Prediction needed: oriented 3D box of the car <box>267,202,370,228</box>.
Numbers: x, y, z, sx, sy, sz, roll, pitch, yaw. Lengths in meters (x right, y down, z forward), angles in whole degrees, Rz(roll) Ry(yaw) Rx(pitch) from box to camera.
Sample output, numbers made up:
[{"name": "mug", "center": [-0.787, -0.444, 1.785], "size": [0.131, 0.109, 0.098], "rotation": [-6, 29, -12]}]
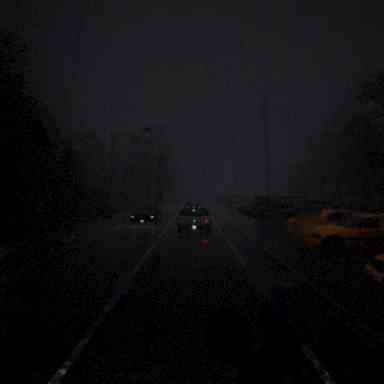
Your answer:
[{"name": "car", "center": [6.975, 1.475, 18.347], "size": [4.892, 1.521, 2.231], "rotation": [0, 0, 0]}]

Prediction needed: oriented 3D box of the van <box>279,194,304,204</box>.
[{"name": "van", "center": [20.298, 1.444, 68.048], "size": [4.442, 1.987, 1.878], "rotation": [0, -1, 0]}]

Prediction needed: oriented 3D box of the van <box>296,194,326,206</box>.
[{"name": "van", "center": [20.454, 1.342, 57.107], "size": [4.442, 1.987, 1.878], "rotation": [0, 0, 0]}]

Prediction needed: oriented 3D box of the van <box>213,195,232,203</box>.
[{"name": "van", "center": [7.552, 1.714, 82.179], "size": [4.442, 1.987, 1.878], "rotation": [0, -1, 0]}]

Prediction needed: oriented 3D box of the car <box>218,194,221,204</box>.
[{"name": "car", "center": [7.232, 1.565, 54.438], "size": [5.008, 1.535, 2.097], "rotation": [0, 0, 0]}]

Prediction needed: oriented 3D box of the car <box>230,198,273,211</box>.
[{"name": "car", "center": [7.145, 1.528, 40.557], "size": [4.892, 1.521, 2.231], "rotation": [0, 0, 0]}]

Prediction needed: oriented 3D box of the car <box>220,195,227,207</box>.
[{"name": "car", "center": [6.993, 1.539, 46.110], "size": [5.366, 1.575, 1.946], "rotation": [0, 0, 0]}]

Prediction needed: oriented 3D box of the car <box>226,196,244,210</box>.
[{"name": "car", "center": [6.934, 1.516, 37.782], "size": [5.366, 1.575, 1.946], "rotation": [0, 0, 0]}]

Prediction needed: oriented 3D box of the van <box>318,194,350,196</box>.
[{"name": "van", "center": [20.374, 1.311, 46.027], "size": [4.442, 1.987, 1.878], "rotation": [0, 0, 0]}]

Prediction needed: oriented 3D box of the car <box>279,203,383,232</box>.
[{"name": "car", "center": [7.146, 1.475, 15.579], "size": [5.366, 1.575, 1.946], "rotation": [0, 0, 0]}]

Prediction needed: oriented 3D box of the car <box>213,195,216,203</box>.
[{"name": "car", "center": [7.325, 1.337, 62.766], "size": [5.566, 2.045, 2.435], "rotation": [0, 0, 0]}]

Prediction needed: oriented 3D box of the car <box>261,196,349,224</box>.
[{"name": "car", "center": [7.032, 1.350, 21.127], "size": [4.553, 1.767, 2.185], "rotation": [0, 0, 0]}]

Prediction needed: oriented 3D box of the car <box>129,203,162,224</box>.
[{"name": "car", "center": [-3.305, 1.548, 24.711], "size": [2.033, 1.411, 5.357], "rotation": [0, 0, 0]}]

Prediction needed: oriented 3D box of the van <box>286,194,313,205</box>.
[{"name": "van", "center": [20.260, 1.358, 62.657], "size": [4.442, 1.987, 1.878], "rotation": [0, -1, 0]}]

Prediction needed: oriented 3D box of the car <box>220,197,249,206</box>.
[{"name": "car", "center": [7.260, 1.613, 57.213], "size": [4.674, 1.452, 2.002], "rotation": [0, 0, 0]}]

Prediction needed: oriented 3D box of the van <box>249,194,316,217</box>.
[{"name": "van", "center": [7.157, 1.262, 26.676], "size": [4.442, 1.987, 1.878], "rotation": [0, 0, 0]}]

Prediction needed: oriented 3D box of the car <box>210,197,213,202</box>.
[{"name": "car", "center": [7.421, 1.887, 79.400], "size": [5.008, 1.535, 2.097], "rotation": [0, -1, 0]}]

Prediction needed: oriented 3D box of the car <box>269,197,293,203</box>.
[{"name": "car", "center": [20.468, 1.828, 76.350], "size": [4.892, 1.521, 2.231], "rotation": [0, -1, 0]}]

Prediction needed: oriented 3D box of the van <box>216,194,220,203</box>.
[{"name": "van", "center": [7.160, 1.355, 59.991], "size": [4.442, 1.987, 1.878], "rotation": [0, 0, 0]}]

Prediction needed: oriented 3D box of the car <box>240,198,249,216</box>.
[{"name": "car", "center": [7.031, 1.526, 29.453], "size": [4.792, 1.488, 2.163], "rotation": [0, 0, 0]}]

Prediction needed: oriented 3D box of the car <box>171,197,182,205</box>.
[{"name": "car", "center": [-3.009, 1.719, 65.317], "size": [1.812, 1.442, 4.674], "rotation": [0, -1, 1]}]

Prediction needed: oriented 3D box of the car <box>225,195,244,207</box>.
[{"name": "car", "center": [7.152, 1.536, 43.333], "size": [4.892, 1.521, 2.231], "rotation": [0, 0, 0]}]

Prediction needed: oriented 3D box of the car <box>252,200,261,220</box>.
[{"name": "car", "center": [7.050, 1.510, 23.899], "size": [4.792, 1.488, 2.163], "rotation": [0, 0, 0]}]

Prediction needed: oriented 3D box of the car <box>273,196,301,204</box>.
[{"name": "car", "center": [20.250, 1.719, 70.811], "size": [5.366, 1.575, 1.946], "rotation": [0, -1, 0]}]

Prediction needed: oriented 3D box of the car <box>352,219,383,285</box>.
[{"name": "car", "center": [6.716, 1.516, 7.255], "size": [5.366, 1.575, 1.946], "rotation": [0, 0, 0]}]

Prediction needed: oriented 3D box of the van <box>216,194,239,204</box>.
[{"name": "van", "center": [7.220, 1.452, 68.303], "size": [4.442, 1.987, 1.878], "rotation": [0, -1, 0]}]

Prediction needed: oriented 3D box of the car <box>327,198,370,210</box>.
[{"name": "car", "center": [20.241, 1.569, 43.256], "size": [4.674, 1.452, 2.002], "rotation": [0, 0, 0]}]

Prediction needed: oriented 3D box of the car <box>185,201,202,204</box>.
[{"name": "car", "center": [0.195, 1.619, 36.735], "size": [1.895, 1.301, 4.718], "rotation": [0, 0, 0]}]

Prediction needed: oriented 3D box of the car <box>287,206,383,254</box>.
[{"name": "car", "center": [6.757, 1.485, 12.928], "size": [5.366, 1.575, 1.946], "rotation": [0, 0, 0]}]

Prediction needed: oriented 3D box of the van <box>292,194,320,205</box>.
[{"name": "van", "center": [20.472, 1.349, 59.752], "size": [4.442, 1.987, 1.878], "rotation": [0, 0, 0]}]

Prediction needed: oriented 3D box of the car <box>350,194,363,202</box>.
[{"name": "car", "center": [20.150, 1.254, 34.821], "size": [5.566, 2.045, 2.435], "rotation": [0, 0, 0]}]

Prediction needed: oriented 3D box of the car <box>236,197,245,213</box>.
[{"name": "car", "center": [7.050, 1.533, 32.229], "size": [4.792, 1.488, 2.163], "rotation": [0, 0, 0]}]

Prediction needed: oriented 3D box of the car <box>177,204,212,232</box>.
[{"name": "car", "center": [0.130, 1.597, 20.078], "size": [1.895, 1.301, 4.718], "rotation": [0, 0, 0]}]

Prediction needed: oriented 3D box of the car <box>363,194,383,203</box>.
[{"name": "car", "center": [20.130, 1.247, 32.051], "size": [5.566, 2.045, 2.435], "rotation": [0, 0, 0]}]

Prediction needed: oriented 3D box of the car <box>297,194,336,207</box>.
[{"name": "car", "center": [20.289, 1.309, 54.338], "size": [5.566, 2.045, 2.435], "rotation": [0, 0, 0]}]

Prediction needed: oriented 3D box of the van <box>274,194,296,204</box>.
[{"name": "van", "center": [20.571, 1.548, 73.584], "size": [4.442, 1.987, 1.878], "rotation": [0, -1, 0]}]

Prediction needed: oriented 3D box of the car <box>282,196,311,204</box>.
[{"name": "car", "center": [20.400, 1.617, 65.273], "size": [5.008, 1.535, 2.097], "rotation": [0, -1, 0]}]

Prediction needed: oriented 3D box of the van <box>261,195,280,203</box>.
[{"name": "van", "center": [20.670, 1.810, 87.433], "size": [4.442, 1.987, 1.878], "rotation": [0, -1, 0]}]

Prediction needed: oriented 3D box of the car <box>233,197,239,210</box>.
[{"name": "car", "center": [7.070, 1.541, 35.005], "size": [4.792, 1.488, 2.163], "rotation": [0, 0, 0]}]

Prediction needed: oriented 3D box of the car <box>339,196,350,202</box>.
[{"name": "car", "center": [20.212, 1.521, 40.362], "size": [5.008, 1.535, 2.097], "rotation": [0, 0, 0]}]
